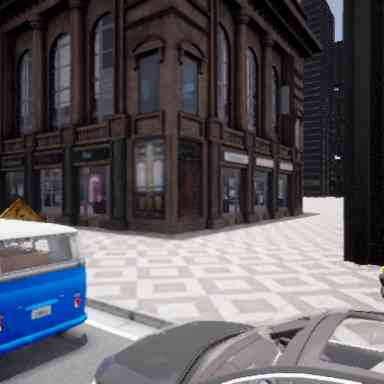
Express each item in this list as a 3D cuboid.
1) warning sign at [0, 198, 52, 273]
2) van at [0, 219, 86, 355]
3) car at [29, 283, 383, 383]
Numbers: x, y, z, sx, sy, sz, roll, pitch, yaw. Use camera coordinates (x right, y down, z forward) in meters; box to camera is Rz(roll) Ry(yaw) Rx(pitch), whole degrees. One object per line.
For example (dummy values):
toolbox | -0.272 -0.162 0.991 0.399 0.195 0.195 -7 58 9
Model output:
warning sign | -4.786 1.108 9.202 1.060 1.860 1.300 0 0 35
van | -3.478 1.336 5.440 3.998 1.788 1.690 0 0 35
car | 1.098 1.550 2.180 4.403 1.369 2.008 0 0 35
